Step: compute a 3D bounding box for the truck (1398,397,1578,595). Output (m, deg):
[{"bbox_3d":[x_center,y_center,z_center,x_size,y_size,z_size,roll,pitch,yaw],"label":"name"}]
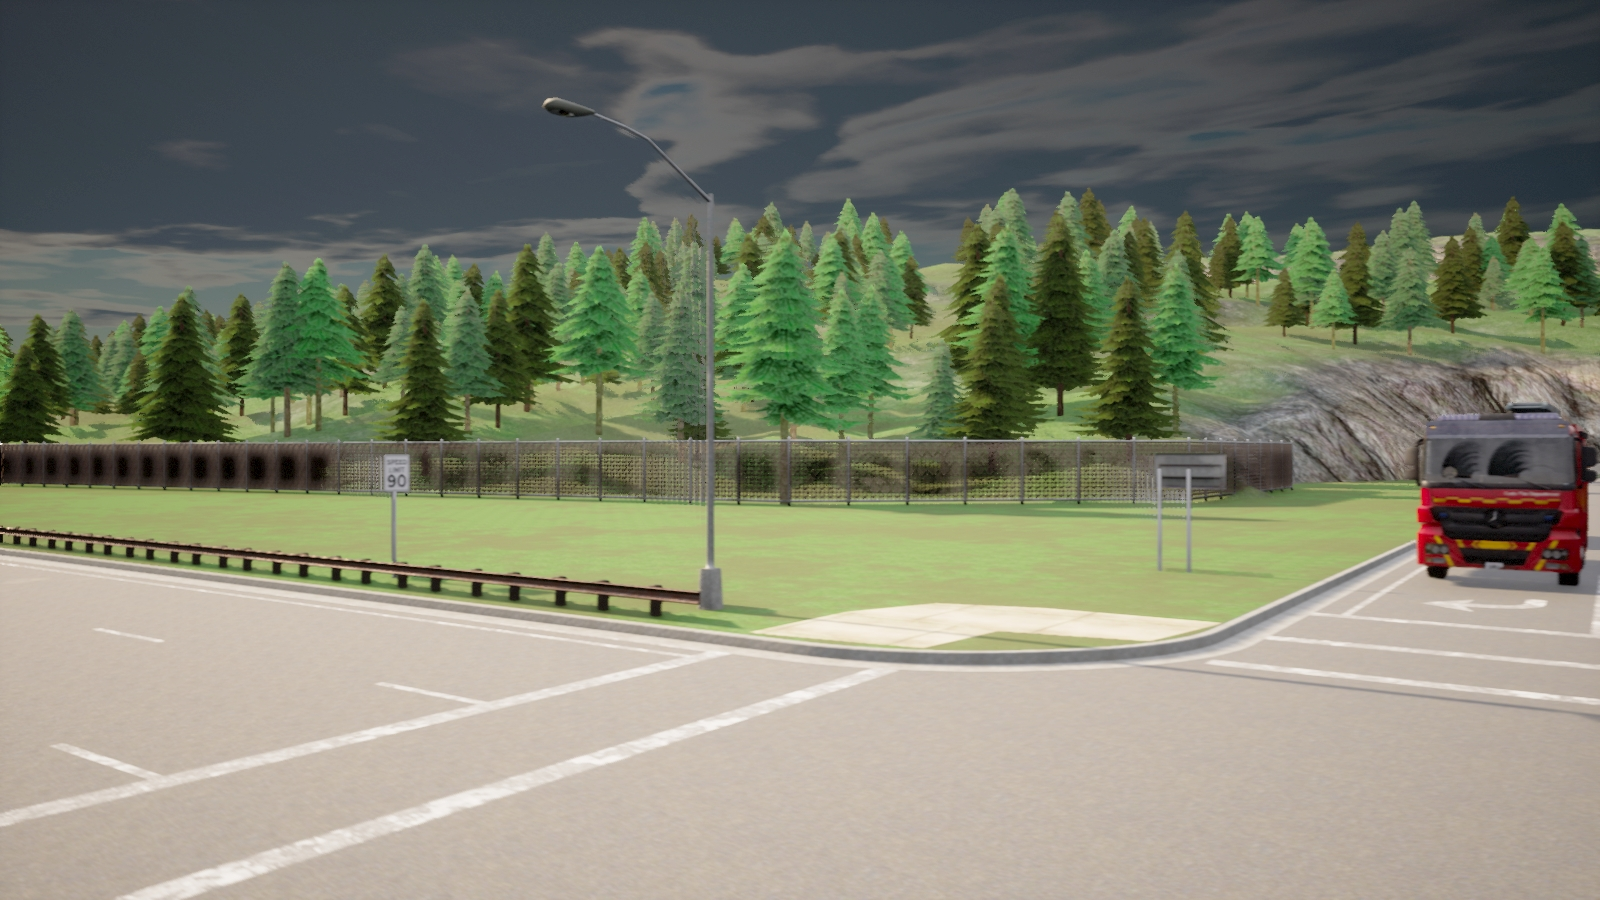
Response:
[{"bbox_3d":[16.109,0.892,26.415,2.891,3.827,8.468,0,0,36],"label":"truck"}]
